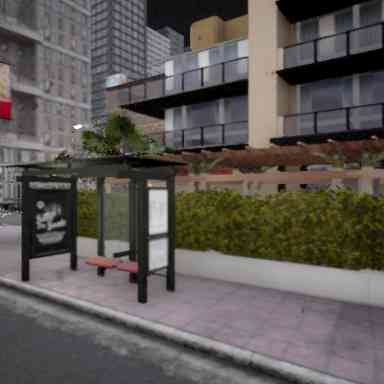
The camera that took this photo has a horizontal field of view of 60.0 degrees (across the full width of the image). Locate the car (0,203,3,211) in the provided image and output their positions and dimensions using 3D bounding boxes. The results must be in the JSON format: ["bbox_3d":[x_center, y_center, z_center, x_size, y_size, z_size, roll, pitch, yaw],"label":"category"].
[{"bbox_3d":[-21.860,1.601,40.506,1.895,1.301,4.718,0,0,35],"label":"car"}]

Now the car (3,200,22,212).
[{"bbox_3d":[-18.813,1.526,38.754,1.812,1.442,4.674,0,0,35],"label":"car"}]
